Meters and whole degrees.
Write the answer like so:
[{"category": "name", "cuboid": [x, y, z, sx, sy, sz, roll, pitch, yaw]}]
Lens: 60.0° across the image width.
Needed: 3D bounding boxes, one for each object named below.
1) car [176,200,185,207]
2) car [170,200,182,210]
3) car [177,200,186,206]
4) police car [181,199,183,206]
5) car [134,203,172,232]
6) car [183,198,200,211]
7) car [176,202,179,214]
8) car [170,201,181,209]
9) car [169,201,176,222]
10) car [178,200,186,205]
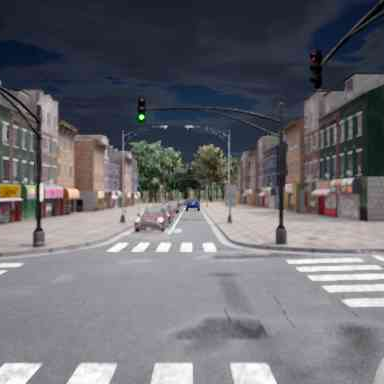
[{"category": "car", "cuboid": [-2.625, 2.630, 76.581, 2.008, 1.369, 4.403, -1, -1, 0]}, {"category": "car", "cuboid": [-2.634, 2.148, 43.976, 1.887, 1.381, 4.507, -1, -1, 0]}, {"category": "car", "cuboid": [-2.623, 2.726, 82.015, 1.947, 1.339, 4.313, -1, -1, 0]}, {"category": "police car", "cuboid": [-2.993, 2.187, 54.966, 1.930, 1.638, 5.238, 0, -1, 0]}, {"category": "car", "cuboid": [-2.641, 1.738, 22.241, 1.967, 1.590, 4.097, -1, -1, 0]}, {"category": "car", "cuboid": [0.119, 1.967, 53.779, 2.150, 2.045, 5.566, 0, -1, 0]}, {"category": "car", "cuboid": [-2.637, 2.014, 33.107, 1.947, 1.339, 4.313, -1, -1, 0]}, {"category": "car", "cuboid": [-3.003, 2.366, 61.855, 1.837, 1.490, 4.892, 0, -1, 0]}, {"category": "car", "cuboid": [-2.639, 1.813, 27.675, 1.967, 1.590, 4.097, -1, -1, 0]}, {"category": "car", "cuboid": [-2.622, 2.824, 87.449, 1.802, 1.307, 4.206, -1, -1, 0]}]
